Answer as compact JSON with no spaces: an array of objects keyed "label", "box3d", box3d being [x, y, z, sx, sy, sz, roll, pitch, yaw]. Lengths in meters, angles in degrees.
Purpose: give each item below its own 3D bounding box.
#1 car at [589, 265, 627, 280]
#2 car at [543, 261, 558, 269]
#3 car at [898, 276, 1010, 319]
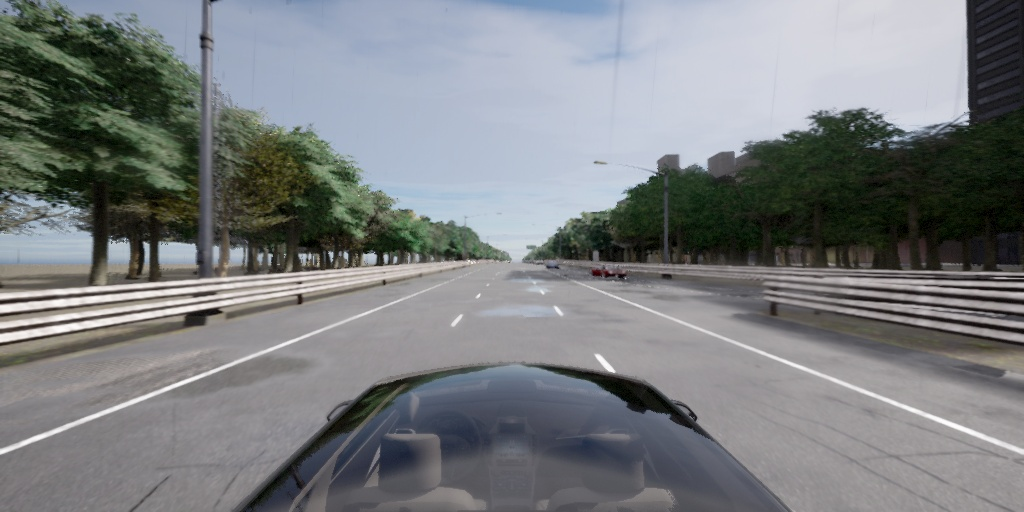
[{"label":"car","box3d":[8.974,1.487,34.032,1.895,1.301,4.718,0,0,-9]},{"label":"car","box3d":[6.901,1.531,62.431,1.994,1.385,4.181,0,0,1]},{"label":"car","box3d":[15.652,1.375,12.974,1.895,1.301,4.718,0,-1,-21]}]
